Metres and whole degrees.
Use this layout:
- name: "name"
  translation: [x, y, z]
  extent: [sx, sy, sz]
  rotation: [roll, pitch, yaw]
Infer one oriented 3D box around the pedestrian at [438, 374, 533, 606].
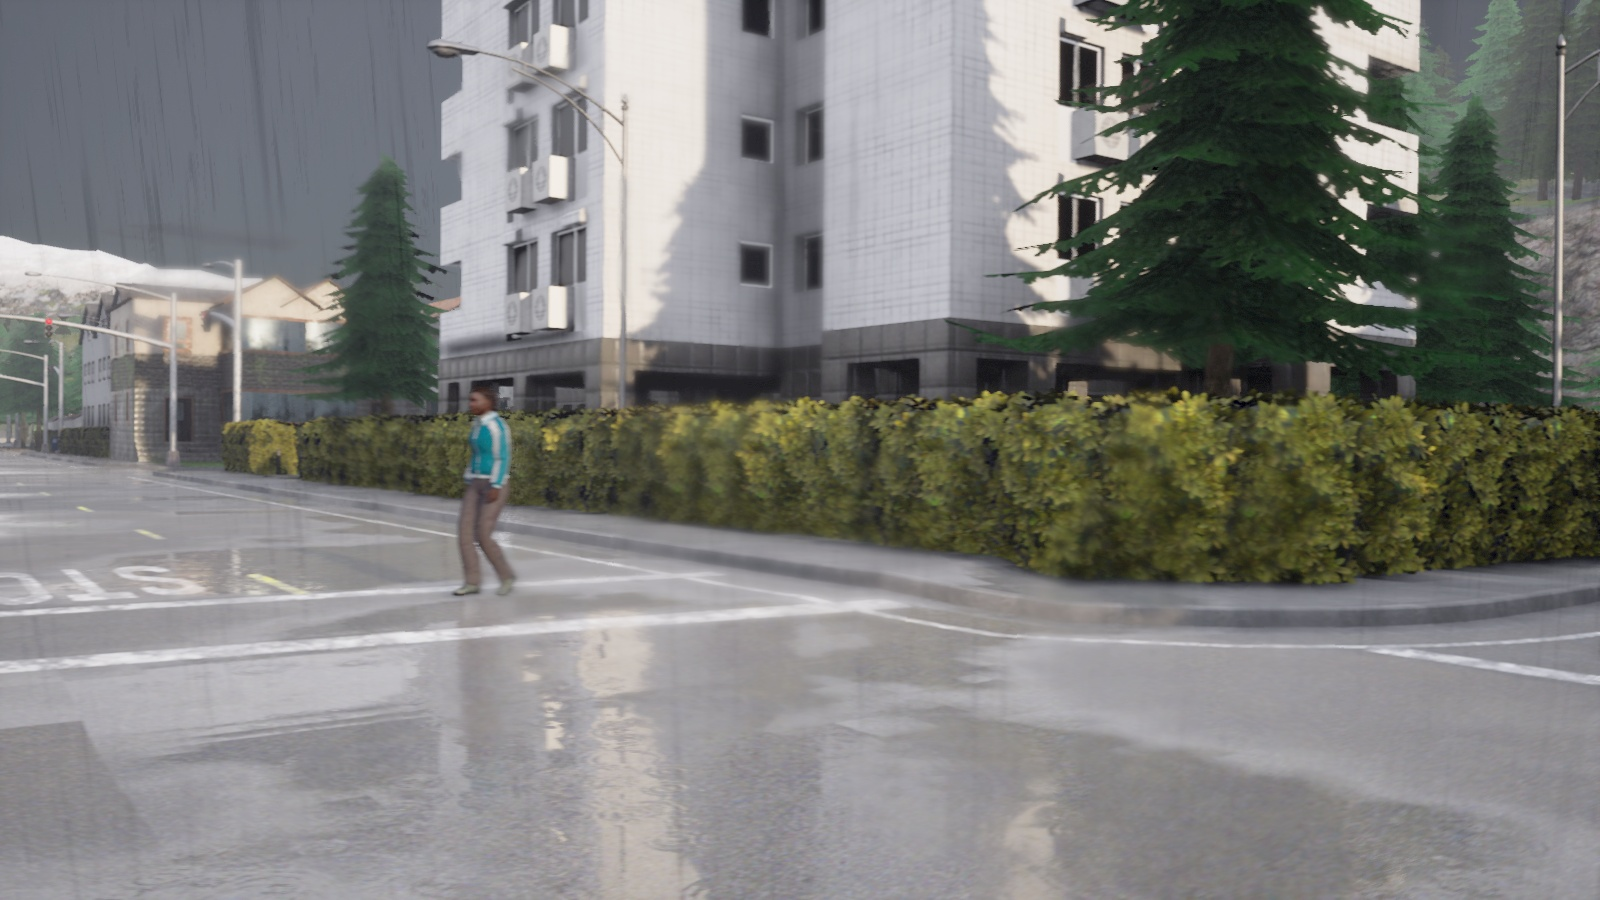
- name: "pedestrian"
  translation: [-2.709, 0.332, 10.830]
  extent: [0.396, 1.930, 0.692]
  rotation: [1, 0, 40]
